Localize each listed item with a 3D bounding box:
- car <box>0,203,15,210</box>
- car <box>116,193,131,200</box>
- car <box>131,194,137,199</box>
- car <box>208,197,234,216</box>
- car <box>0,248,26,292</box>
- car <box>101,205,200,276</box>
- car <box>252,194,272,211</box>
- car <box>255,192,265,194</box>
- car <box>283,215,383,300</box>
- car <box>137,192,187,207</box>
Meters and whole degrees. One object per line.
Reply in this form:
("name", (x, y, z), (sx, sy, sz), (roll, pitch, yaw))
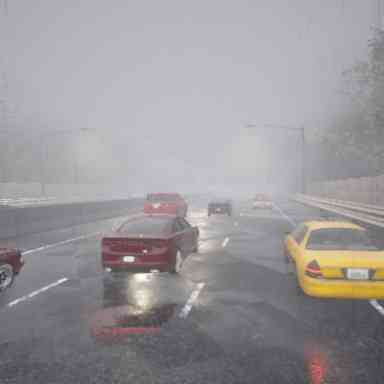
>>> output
("car", (-13.290, 1.507, 21.451), (1.837, 1.490, 4.892), (-1, 1, 11))
("car", (-12.457, 1.002, 61.963), (2.097, 1.767, 4.553), (-1, 0, 12))
("car", (-9.010, 1.083, 61.393), (1.882, 1.535, 5.008), (-1, 1, 12))
("car", (2.516, 1.189, 28.316), (1.882, 1.535, 5.008), (-1, 1, 11))
("car", (-5.375, 1.622, 6.129), (1.895, 1.301, 4.718), (-1, 1, 11))
("car", (-1.008, 1.399, 10.250), (1.882, 1.535, 5.008), (-1, 1, 11))
("car", (7.201, 1.192, 34.253), (1.895, 1.301, 4.718), (-1, 1, 11))
("car", (9.107, 0.829, 44.307), (2.097, 1.767, 4.553), (-1, 0, 11))
("car", (3.295, 1.333, 8.153), (1.801, 1.575, 5.366), (-1, 1, 11))
("car", (-1.829, 1.031, 24.367), (2.150, 2.045, 5.566), (-1, 1, 11))
